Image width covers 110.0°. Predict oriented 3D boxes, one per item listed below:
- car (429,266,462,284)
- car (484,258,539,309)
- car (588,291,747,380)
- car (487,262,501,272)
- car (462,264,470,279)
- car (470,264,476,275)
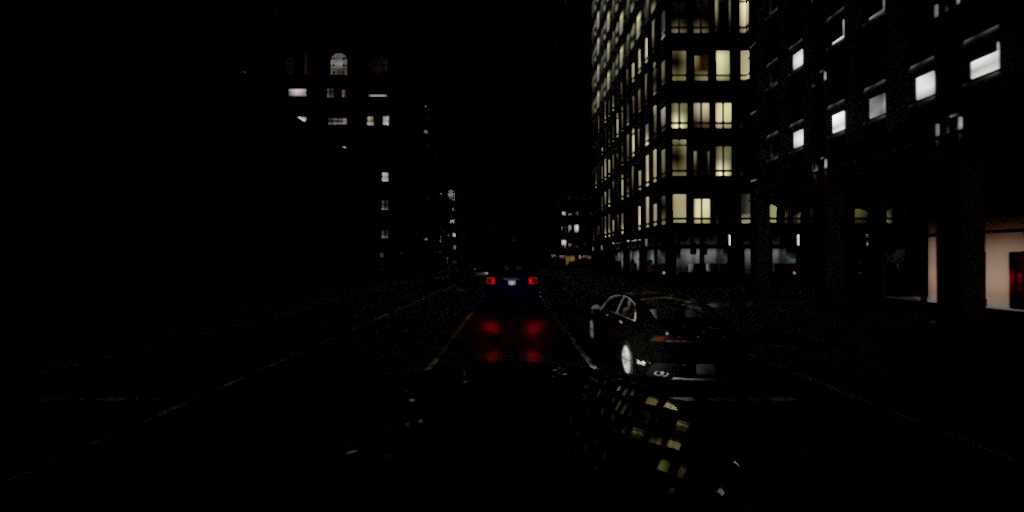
[{"bbox_3d":[-5.700,1.574,29.728,2.007,1.370,4.403,0,0,0],"label":"car"},{"bbox_3d":[-0.004,1.103,15.874,2.150,2.045,5.566,0,0,0],"label":"car"},{"bbox_3d":[2.688,1.353,7.138,2.007,1.370,4.403,0,0,0],"label":"car"},{"bbox_3d":[-3.021,1.825,60.311,2.128,1.511,4.902,0,-1,0],"label":"car"},{"bbox_3d":[-5.700,1.631,35.376,2.007,1.370,4.403,0,0,0],"label":"car"},{"bbox_3d":[-5.755,1.792,48.292,1.802,1.307,4.207,0,0,0],"label":"car"}]
